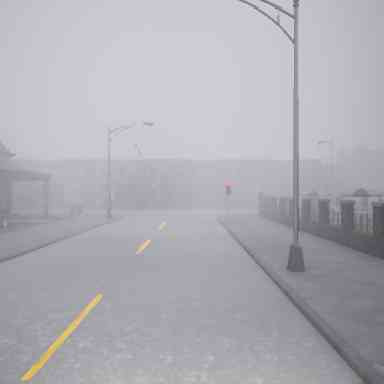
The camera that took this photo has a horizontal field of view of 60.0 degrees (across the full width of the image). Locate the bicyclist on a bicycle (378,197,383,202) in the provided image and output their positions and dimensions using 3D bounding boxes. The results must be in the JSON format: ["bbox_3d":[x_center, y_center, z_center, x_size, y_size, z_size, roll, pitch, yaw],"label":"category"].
[{"bbox_3d":[18.204,1.338,31.997,0.582,1.620,1.656,0,0,0],"label":"bicyclist on a bicycle"}]
